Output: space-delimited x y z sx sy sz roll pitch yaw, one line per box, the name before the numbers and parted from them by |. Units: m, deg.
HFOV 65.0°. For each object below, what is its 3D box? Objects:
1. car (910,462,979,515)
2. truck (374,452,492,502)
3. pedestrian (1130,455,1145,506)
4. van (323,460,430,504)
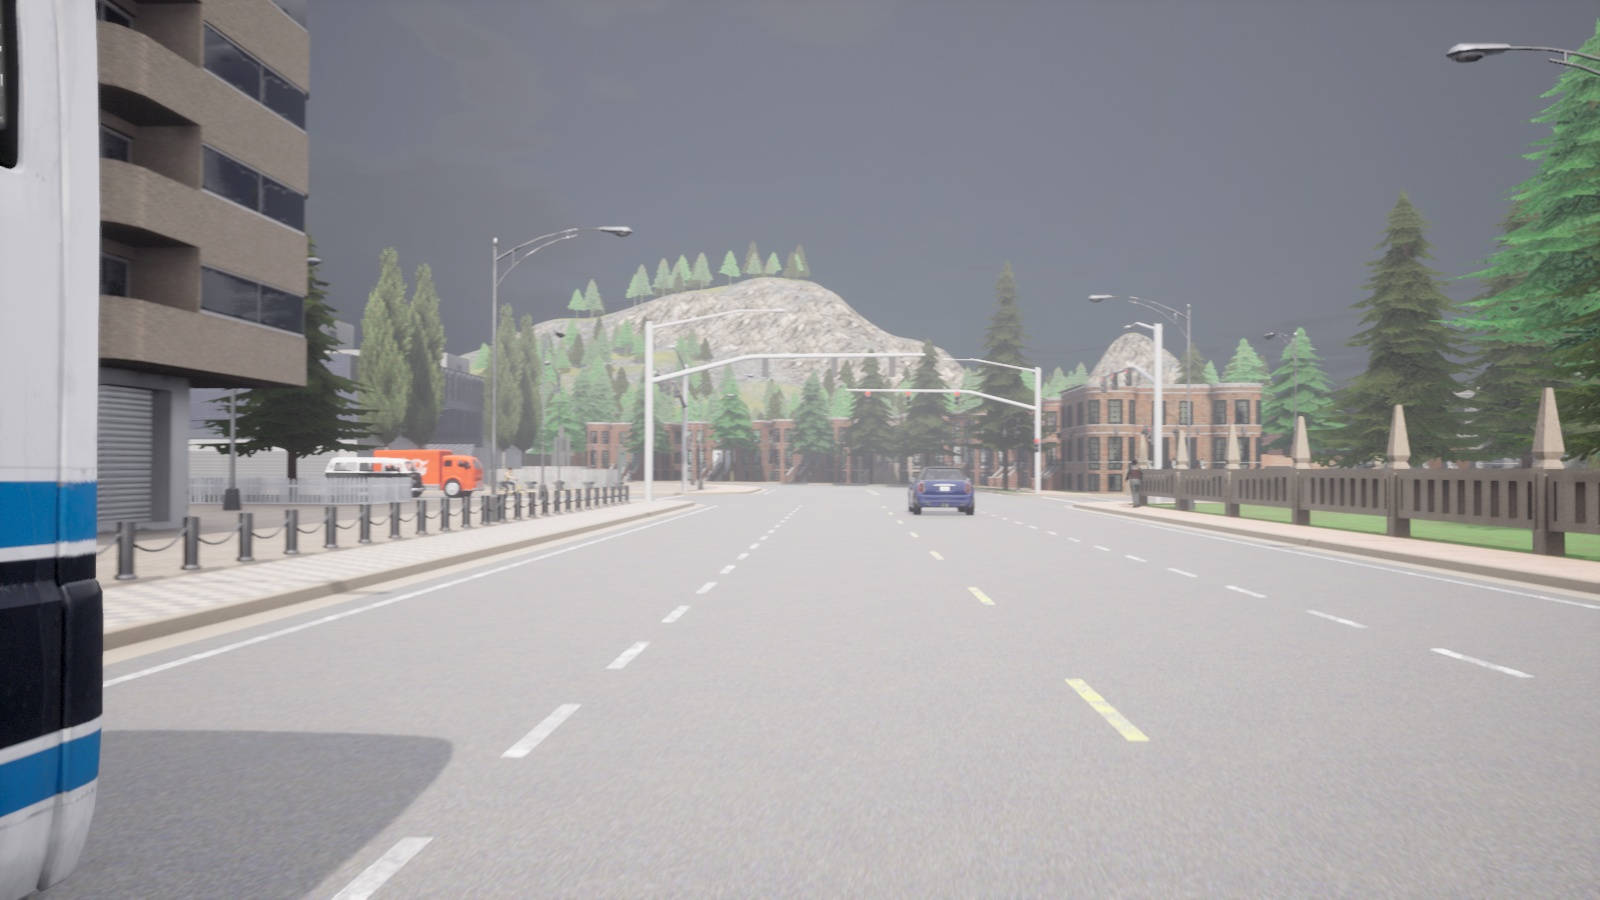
car | 5.096 1.333 44.772 2.097 1.767 4.553 0 -1 2
truck | -18.730 1.379 64.293 5.204 2.467 2.627 0 -1 2
pedestrian | 12.690 1.139 47.189 0.402 1.930 0.666 0 -1 2
van | -20.459 1.543 60.845 4.480 2.038 2.069 0 -1 2
